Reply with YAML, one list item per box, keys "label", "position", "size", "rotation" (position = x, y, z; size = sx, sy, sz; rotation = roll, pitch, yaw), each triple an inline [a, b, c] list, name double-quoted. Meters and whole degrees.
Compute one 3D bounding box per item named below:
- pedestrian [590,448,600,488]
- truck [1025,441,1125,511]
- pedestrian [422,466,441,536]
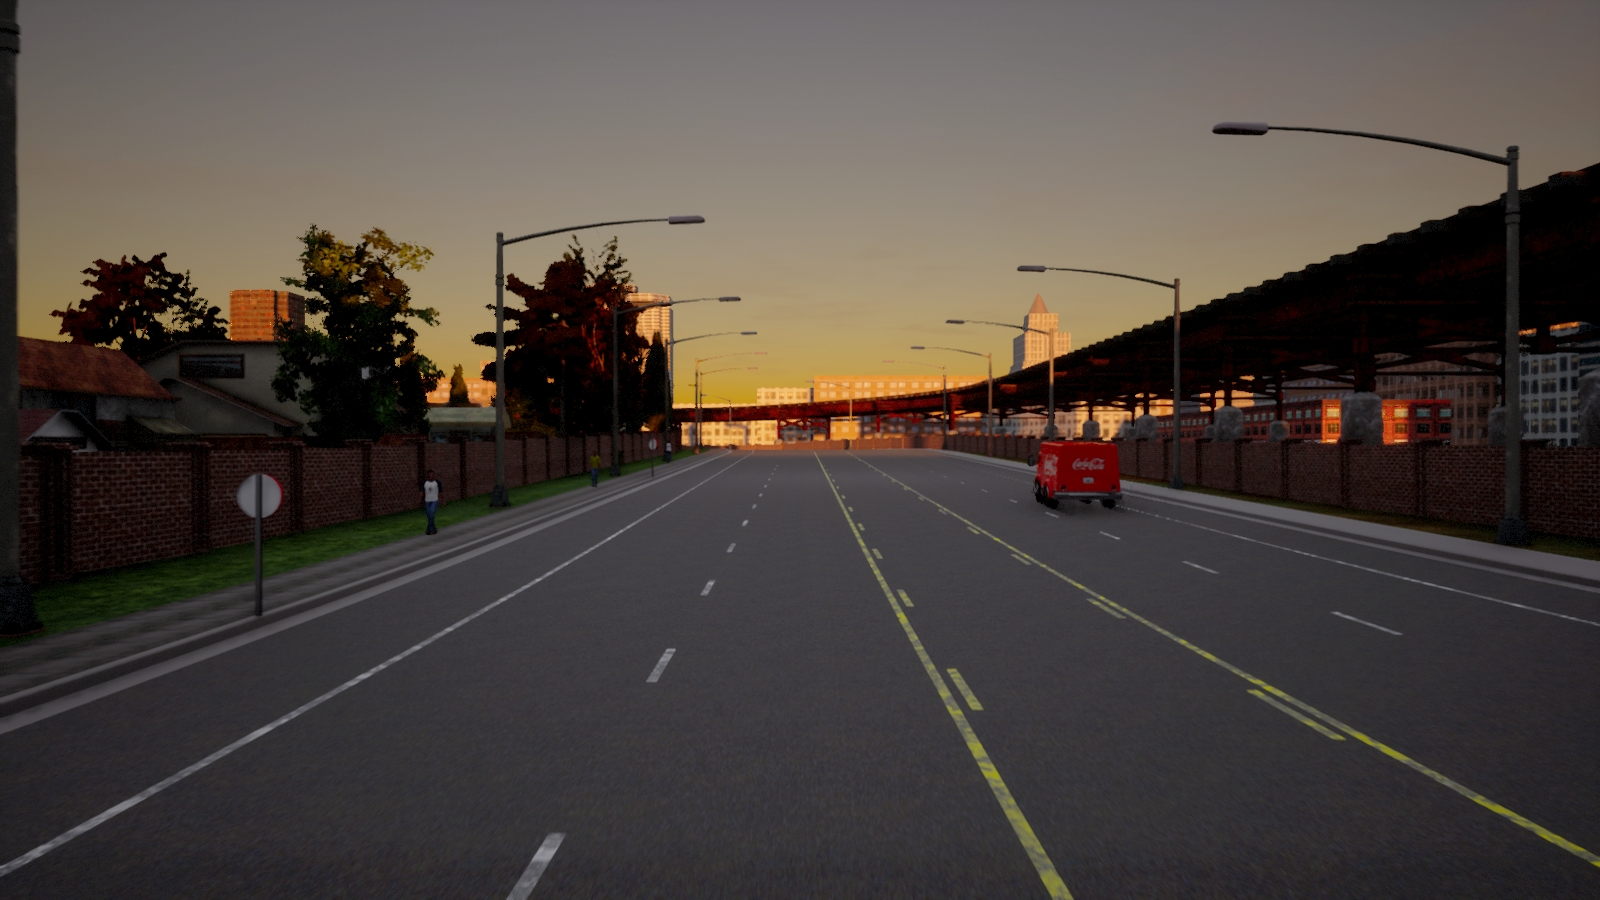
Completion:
- label: "pedestrian"
  position: [-9.631, 0.844, 53.669]
  size: [0.375, 1.860, 0.375]
  rotation: [0, 0, -1]
- label: "truck"
  position: [10.504, 0.932, 44.121]
  size: [2.627, 2.467, 5.204]
  rotation: [0, 1, 0]
- label: "pedestrian"
  position: [-9.883, 1.358, 30.647]
  size: [0.375, 1.860, 0.375]
  rotation: [0, 0, -2]
